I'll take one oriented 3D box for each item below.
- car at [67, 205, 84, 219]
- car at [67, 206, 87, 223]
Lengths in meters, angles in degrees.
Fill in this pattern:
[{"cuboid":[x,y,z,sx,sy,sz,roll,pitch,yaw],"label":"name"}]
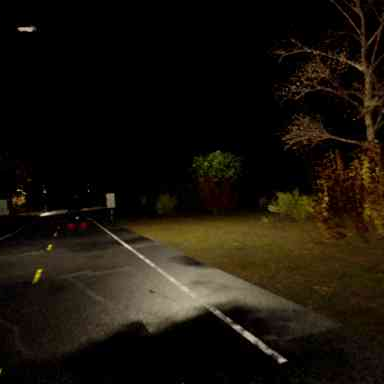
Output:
[{"cuboid":[-16.866,2.848,47.959,2.097,1.767,4.553,-4,-1,-20],"label":"car"},{"cuboid":[-13.130,2.678,37.826,1.812,1.442,4.674,-4,-1,-20],"label":"car"}]
